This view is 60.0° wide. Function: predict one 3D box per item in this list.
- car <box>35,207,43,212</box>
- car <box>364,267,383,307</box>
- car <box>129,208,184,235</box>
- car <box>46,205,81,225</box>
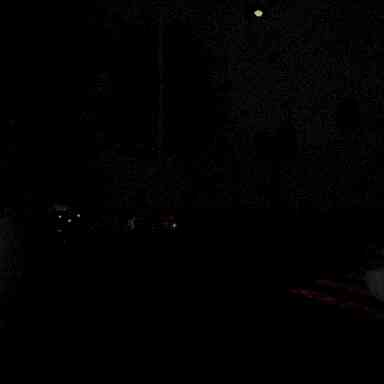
[{"bbox_3d":[-20.146,2.094,42.137,1.895,1.301,4.718,0,-1,-34],"label":"car"},{"bbox_3d":[5.153,1.591,4.587,1.895,1.301,4.718,0,0,-34],"label":"car"},{"bbox_3d":[-2.357,1.738,20.944,2.128,1.511,4.902,0,-1,-34],"label":"car"},{"bbox_3d":[-11.060,2.063,28.548,1.895,1.301,4.718,0,-1,-34],"label":"car"}]
